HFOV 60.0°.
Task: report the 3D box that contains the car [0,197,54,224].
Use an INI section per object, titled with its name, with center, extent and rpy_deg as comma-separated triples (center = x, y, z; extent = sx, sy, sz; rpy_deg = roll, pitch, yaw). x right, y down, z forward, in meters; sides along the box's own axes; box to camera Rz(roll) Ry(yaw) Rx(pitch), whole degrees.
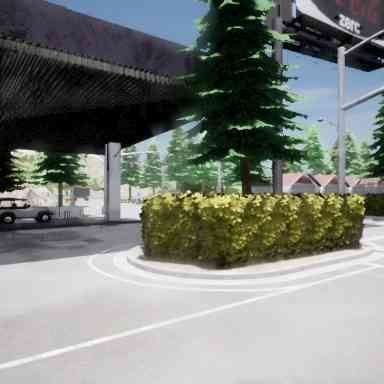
[car]
center = -11.956, 1.312, 23.490
extent = 3.866, 1.878, 1.905
rpy_deg = 0, 0, -36
